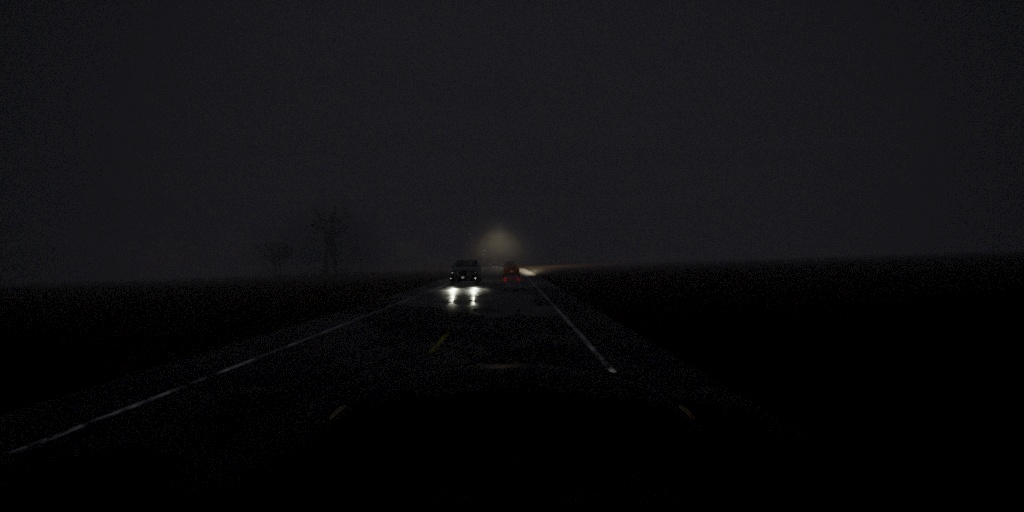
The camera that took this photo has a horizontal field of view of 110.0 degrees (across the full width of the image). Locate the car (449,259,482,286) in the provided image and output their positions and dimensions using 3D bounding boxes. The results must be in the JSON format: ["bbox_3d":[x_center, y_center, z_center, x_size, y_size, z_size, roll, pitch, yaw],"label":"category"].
[{"bbox_3d":[-3.636,1.248,29.143,2.150,2.045,5.566,-1,-1,0],"label":"car"}]

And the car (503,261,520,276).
[{"bbox_3d":[-0.057,1.594,42.683,1.882,1.535,5.008,-1,0,-1],"label":"car"}]
